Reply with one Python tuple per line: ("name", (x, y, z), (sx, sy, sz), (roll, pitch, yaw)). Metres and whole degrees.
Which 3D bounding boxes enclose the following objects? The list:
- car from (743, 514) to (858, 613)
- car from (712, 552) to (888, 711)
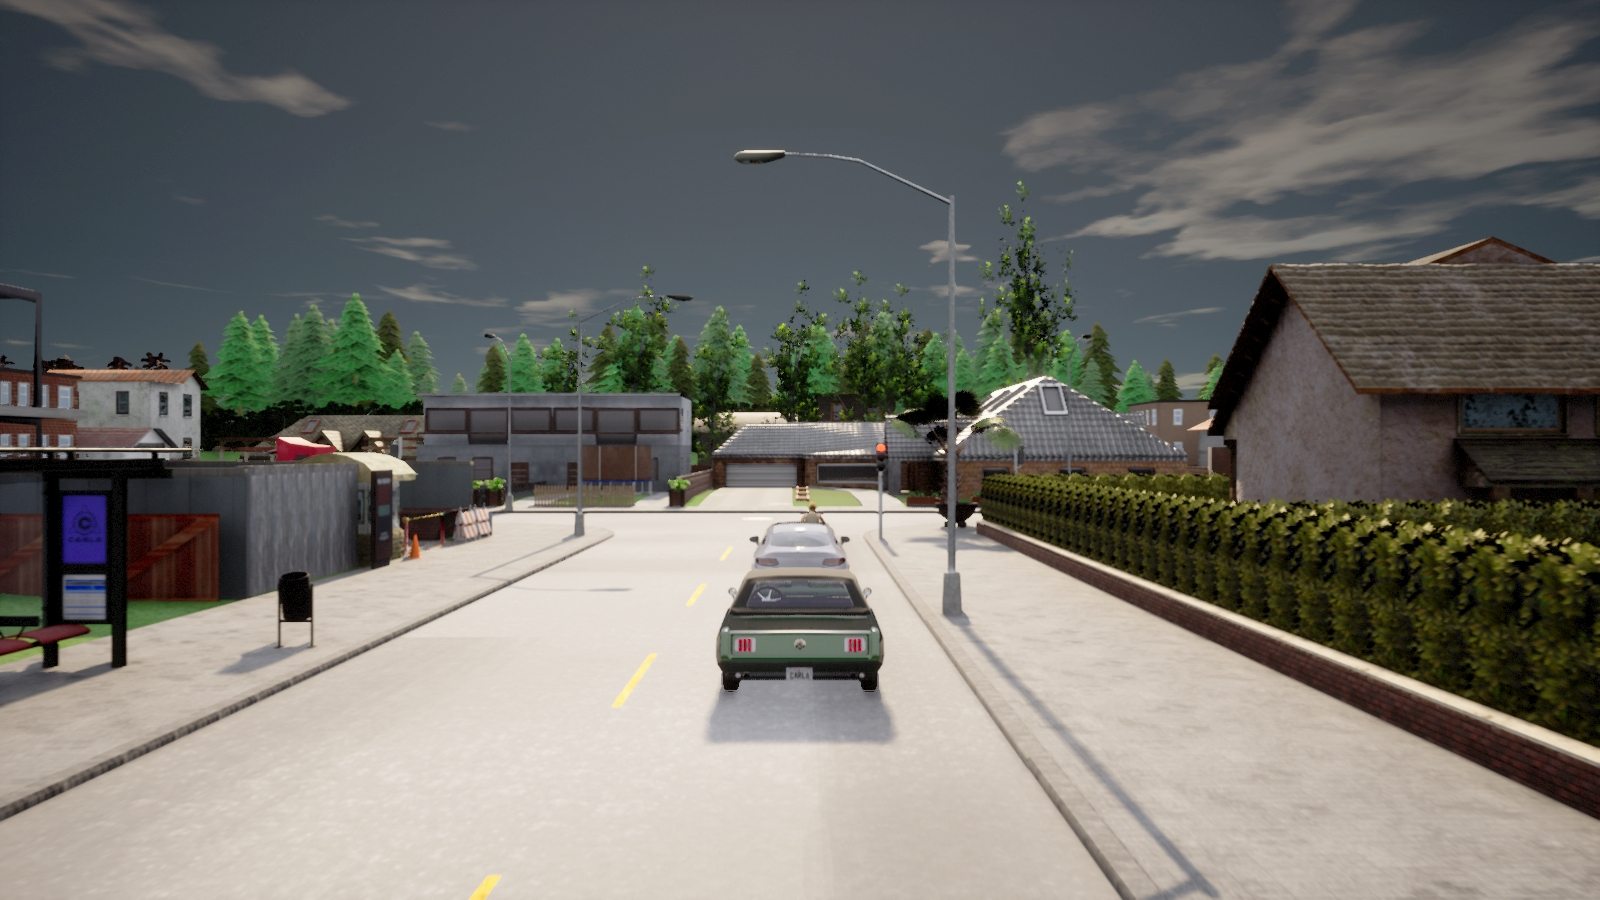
("car", (-0.002, 2.094, 22.091), (2.002, 1.442, 4.674), (0, 0, 0))
("car", (0.000, 2.164, 14.676), (1.895, 1.301, 4.718), (0, 0, 0))
